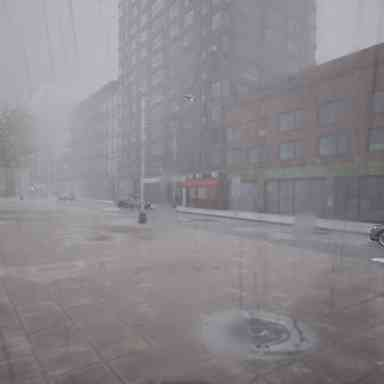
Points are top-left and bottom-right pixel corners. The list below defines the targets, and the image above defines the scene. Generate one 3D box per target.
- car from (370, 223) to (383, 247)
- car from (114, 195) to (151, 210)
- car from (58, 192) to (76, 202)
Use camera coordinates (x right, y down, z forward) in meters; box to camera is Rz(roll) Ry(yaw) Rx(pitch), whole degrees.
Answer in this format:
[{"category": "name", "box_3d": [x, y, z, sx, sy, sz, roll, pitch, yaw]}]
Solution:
[{"category": "car", "box_3d": [8.936, 1.492, 12.213, 1.994, 1.385, 4.181, 1, 1, -35]}, {"category": "car", "box_3d": [-6.069, 1.028, 33.457, 2.033, 1.411, 5.357, 1, 1, -35]}, {"category": "car", "box_3d": [-19.932, 0.744, 53.080, 2.128, 1.511, 4.902, 1, 0, -35]}]
